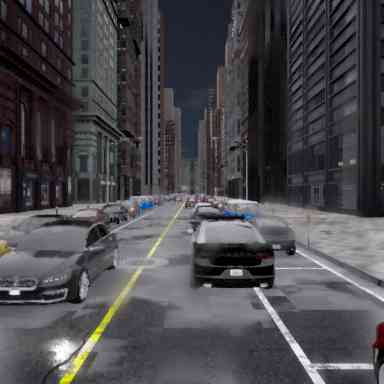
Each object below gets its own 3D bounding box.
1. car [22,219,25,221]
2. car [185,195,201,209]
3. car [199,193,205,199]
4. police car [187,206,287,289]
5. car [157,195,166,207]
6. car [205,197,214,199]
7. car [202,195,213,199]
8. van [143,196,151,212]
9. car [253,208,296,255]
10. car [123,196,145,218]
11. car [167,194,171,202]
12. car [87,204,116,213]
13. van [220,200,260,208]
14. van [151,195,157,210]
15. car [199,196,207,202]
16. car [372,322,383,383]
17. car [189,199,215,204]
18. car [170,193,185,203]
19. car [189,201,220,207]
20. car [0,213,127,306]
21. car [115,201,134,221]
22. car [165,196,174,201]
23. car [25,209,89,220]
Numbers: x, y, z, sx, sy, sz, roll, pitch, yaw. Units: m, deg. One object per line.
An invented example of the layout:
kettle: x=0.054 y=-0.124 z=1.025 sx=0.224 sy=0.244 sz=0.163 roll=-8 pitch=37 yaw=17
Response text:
car: x=-5.765 y=1.526 z=7.195 sx=1.752 sy=1.417 sz=4.829 roll=0 pitch=0 yaw=0
car: x=0.008 y=1.553 z=46.645 sx=1.812 sy=1.442 sz=4.674 roll=0 pitch=0 yaw=0
car: x=2.745 y=1.356 z=58.111 sx=2.192 sy=1.841 sz=5.009 roll=0 pitch=0 yaw=0
police car: x=0.898 y=1.426 z=9.316 sx=1.930 sy=1.638 sz=5.238 roll=0 pitch=0 yaw=0
car: x=-5.778 y=1.349 z=52.457 sx=2.192 sy=1.841 sz=5.009 roll=0 pitch=0 yaw=0
car: x=2.752 y=1.567 z=35.566 sx=2.008 sy=1.369 sz=4.403 roll=0 pitch=0 yaw=0
car: x=2.749 y=1.572 z=46.838 sx=1.887 sy=1.381 sz=4.507 roll=0 pitch=0 yaw=0
van: x=-5.774 y=1.358 z=35.548 sx=1.690 sy=1.788 sz=3.998 roll=0 pitch=0 yaw=0
car: x=2.758 y=1.553 z=13.021 sx=2.008 sy=1.369 sz=4.403 roll=0 pitch=0 yaw=0
car: x=-5.772 y=1.452 z=29.912 sx=1.967 sy=1.590 sz=4.097 roll=0 pitch=0 yaw=0
car: x=-5.784 y=1.611 z=75.004 sx=1.887 sy=1.381 sz=4.507 roll=0 pitch=0 yaw=0
car: x=-5.768 y=1.586 z=18.639 sx=1.802 sy=1.307 sz=4.206 roll=0 pitch=0 yaw=0
van: x=2.756 y=1.346 z=18.657 sx=1.690 sy=1.788 sz=3.998 roll=0 pitch=0 yaw=0
van: x=-5.775 y=1.363 z=41.185 sx=1.690 sy=1.788 sz=3.998 roll=0 pitch=0 yaw=0
car: x=2.740 y=1.602 z=80.826 sx=1.752 sy=1.417 sz=4.829 roll=0 pitch=0 yaw=0
car: x=2.761 y=1.545 z=1.748 sx=1.887 sy=1.381 sz=4.507 roll=0 pitch=0 yaw=0
car: x=0.843 y=1.535 z=25.204 sx=1.812 sy=1.442 sz=4.674 roll=0 pitch=0 yaw=0
car: x=-3.018 y=1.554 z=72.514 sx=2.128 sy=1.511 sz=4.902 roll=0 pitch=0 yaw=0
car: x=0.895 y=1.511 z=19.206 sx=1.837 sy=1.490 sz=4.892 roll=0 pitch=0 yaw=0
car: x=-3.102 y=1.506 z=8.245 sx=1.837 sy=1.490 sz=4.892 roll=0 pitch=0 yaw=0
car: x=-5.770 y=1.574 z=24.275 sx=1.947 sy=1.339 sz=4.313 roll=0 pitch=0 yaw=0
car: x=-5.787 y=1.653 z=86.277 sx=1.947 sy=1.339 sz=4.313 roll=0 pitch=0 yaw=0
car: x=-5.767 y=1.568 z=13.001 sx=1.947 sy=1.339 sz=4.313 roll=0 pitch=0 yaw=0
